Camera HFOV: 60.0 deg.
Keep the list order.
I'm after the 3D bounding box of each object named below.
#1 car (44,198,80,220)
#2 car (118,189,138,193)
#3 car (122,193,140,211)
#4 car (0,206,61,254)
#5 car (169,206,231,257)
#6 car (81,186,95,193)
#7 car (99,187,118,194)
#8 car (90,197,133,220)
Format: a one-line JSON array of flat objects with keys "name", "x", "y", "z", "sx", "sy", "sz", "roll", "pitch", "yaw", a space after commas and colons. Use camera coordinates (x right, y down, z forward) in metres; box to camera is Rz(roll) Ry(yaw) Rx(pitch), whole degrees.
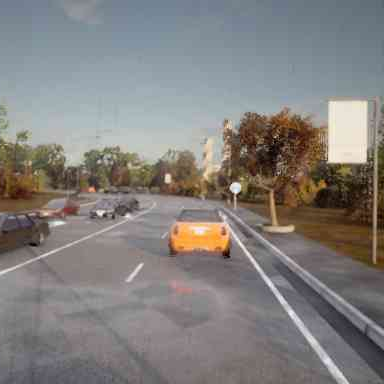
[{"name": "car", "x": -9.951, "y": 1.221, "z": 25.158, "sx": 1.812, "sy": 1.442, "sz": 4.674, "roll": 1, "pitch": 1, "yaw": 2}, {"name": "car", "x": -15.181, "y": -0.060, "z": 80.954, "sx": 4.902, "sy": 1.511, "sz": 2.128, "roll": 3, "pitch": 1, "yaw": 44}, {"name": "car", "x": -6.249, "y": 1.182, "z": 31.900, "sx": 2.033, "sy": 1.411, "sz": 5.357, "roll": 1, "pitch": 1, "yaw": 1}, {"name": "car", "x": -6.835, "y": 1.419, "z": 11.600, "sx": 2.033, "sy": 1.411, "sz": 5.357, "roll": 1, "pitch": 0, "yaw": 2}, {"name": "car", "x": 0.311, "y": 1.321, "z": 13.027, "sx": 2.097, "sy": 1.767, "sz": 4.553, "roll": 1, "pitch": 0, "yaw": 2}, {"name": "car", "x": -27.517, "y": -0.713, "z": 87.470, "sx": 4.553, "sy": 1.767, "sz": 2.097, "roll": 2, "pitch": 1, "yaw": 34}, {"name": "car", "x": -19.815, "y": -0.356, "z": 80.782, "sx": 4.553, "sy": 1.767, "sz": 2.097, "roll": 3, "pitch": 1, "yaw": 44}, {"name": "car", "x": -6.347, "y": 1.267, "z": 25.666, "sx": 2.128, "sy": 1.511, "sz": 4.902, "roll": 1, "pitch": 1, "yaw": 2}]
